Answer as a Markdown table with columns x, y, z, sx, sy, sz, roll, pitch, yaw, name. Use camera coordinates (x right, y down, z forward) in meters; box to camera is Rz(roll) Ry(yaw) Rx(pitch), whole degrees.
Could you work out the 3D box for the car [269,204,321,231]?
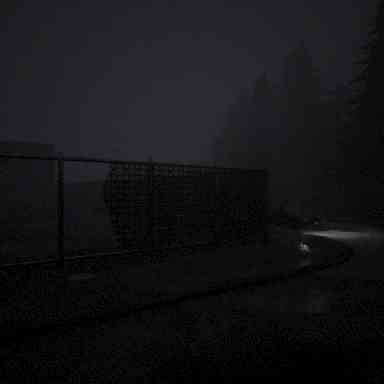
| x | y | z | sx | sy | sz | roll | pitch | yaw | name |
| --- | --- | --- | --- | --- | --- | --- | --- | --- | --- |
| 5.786 | 1.526 | 20.949 | 1.812 | 1.442 | 4.674 | 0 | 0 | -36 | car |
